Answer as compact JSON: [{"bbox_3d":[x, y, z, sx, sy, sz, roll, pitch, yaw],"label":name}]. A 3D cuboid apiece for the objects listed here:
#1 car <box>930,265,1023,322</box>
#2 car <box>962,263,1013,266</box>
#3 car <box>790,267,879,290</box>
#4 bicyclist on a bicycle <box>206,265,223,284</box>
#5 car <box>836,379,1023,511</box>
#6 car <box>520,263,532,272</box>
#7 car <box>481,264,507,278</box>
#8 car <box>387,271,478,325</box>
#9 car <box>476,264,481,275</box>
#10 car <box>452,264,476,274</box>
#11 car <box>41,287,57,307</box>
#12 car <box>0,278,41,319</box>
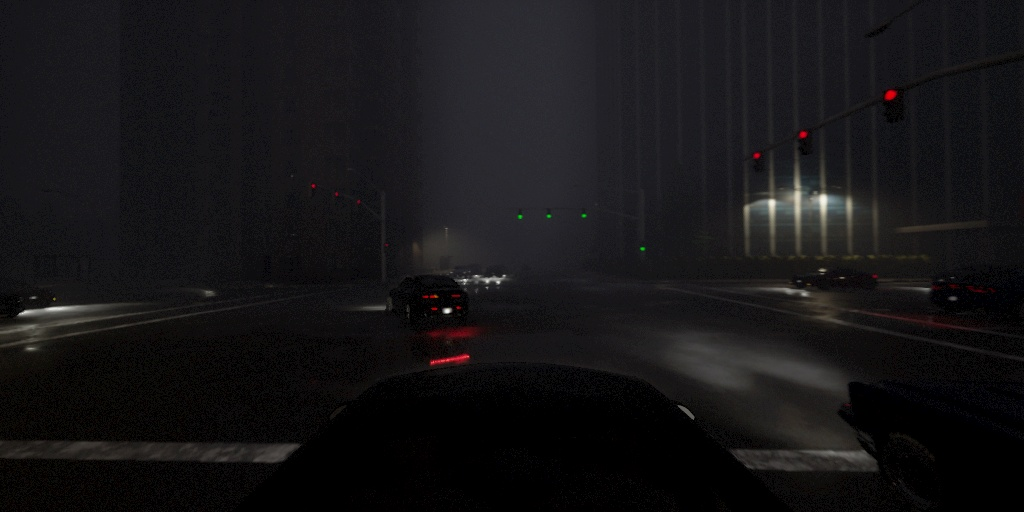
[{"bbox_3d":[16.532,1.174,11.396,5.008,1.535,1.882,-1,-1,1],"label":"car"},{"bbox_3d":[28.417,1.197,21.662,4.892,1.490,1.837,-1,-1,1],"label":"car"},{"bbox_3d":[19.569,1.342,21.912,4.181,1.385,1.994,-1,-1,2],"label":"car"},{"bbox_3d":[-25.261,1.588,30.470,0.582,1.620,1.656,-1,0,2],"label":"bicyclist on a bicycle"},{"bbox_3d":[3.791,1.309,1.113,1.895,1.301,4.718,-1,-1,4],"label":"car"},{"bbox_3d":[2.367,1.896,61.184,2.033,1.411,5.357,-1,-1,2],"label":"car"},{"bbox_3d":[-1.995,1.746,41.310,1.994,1.385,4.181,-1,-1,2],"label":"car"},{"bbox_3d":[-3.105,1.399,12.719,1.837,1.490,4.892,1,-1,-29],"label":"car"},{"bbox_3d":[-5.180,1.795,48.825,1.837,1.490,4.892,-1,-1,3],"label":"car"},{"bbox_3d":[-5.565,1.723,39.576,1.812,1.442,4.674,-1,-1,3],"label":"car"},{"bbox_3d":[-23.146,1.679,15.922,4.181,1.385,1.994,-1,-1,2],"label":"car"},{"bbox_3d":[-20.034,1.526,12.336,5.008,1.535,1.882,-1,-1,0],"label":"car"}]
